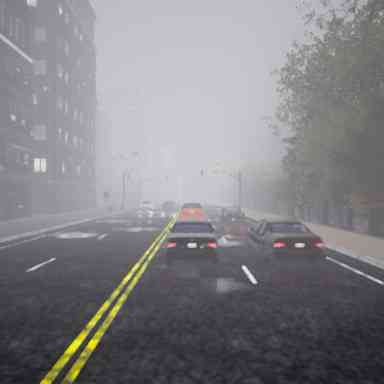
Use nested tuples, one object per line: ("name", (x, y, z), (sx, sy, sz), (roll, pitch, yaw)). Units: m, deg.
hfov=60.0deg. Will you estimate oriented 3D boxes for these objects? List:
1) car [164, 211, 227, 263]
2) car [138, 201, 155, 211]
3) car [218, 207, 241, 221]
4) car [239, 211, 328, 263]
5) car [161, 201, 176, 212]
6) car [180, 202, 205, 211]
("car", (0.007, 1.675, 12.514), (2.033, 1.411, 5.357), (0, -1, 0))
("car", (-6.528, 2.024, 48.169), (1.812, 1.442, 4.674), (0, -1, 0))
("car", (3.262, 1.889, 28.260), (1.895, 1.301, 4.718), (0, -1, 0))
("car", (3.258, 1.675, 12.531), (2.033, 1.411, 5.357), (0, -1, 0))
("car", (-3.282, 1.972, 47.814), (1.882, 1.535, 5.008), (0, -1, 0))
("car", (0.015, 1.641, 28.423), (2.097, 1.767, 4.553), (0, -1, 0))
